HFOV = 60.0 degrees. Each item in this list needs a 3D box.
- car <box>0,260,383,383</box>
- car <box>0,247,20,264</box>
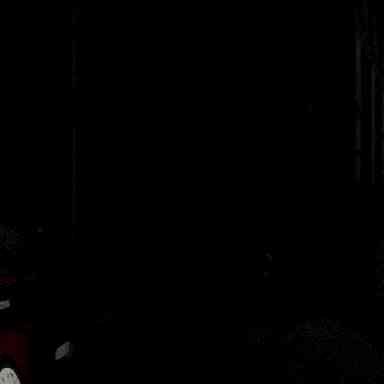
[{"bbox_3d":[-0.071,1.552,3.011,4.507,1.381,1.887,0,0,36],"label":"car"},{"bbox_3d":[-4.658,1.578,6.292,4.507,1.381,1.887,0,0,36],"label":"car"}]
